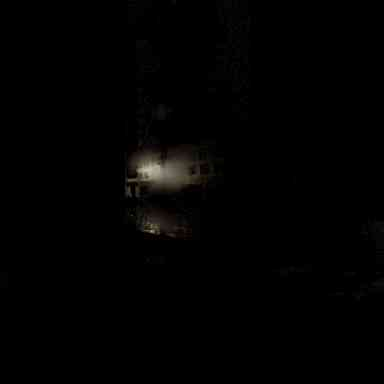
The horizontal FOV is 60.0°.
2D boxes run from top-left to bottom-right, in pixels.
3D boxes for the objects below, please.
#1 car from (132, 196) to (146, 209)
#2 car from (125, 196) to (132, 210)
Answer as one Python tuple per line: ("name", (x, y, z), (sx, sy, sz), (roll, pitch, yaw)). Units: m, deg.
("car", (-7.281, 1.146, 38.294), (2.033, 1.411, 5.357), (0, 0, -35))
("car", (-8.215, 1.216, 33.954), (1.895, 1.301, 4.718), (0, 0, -35))
